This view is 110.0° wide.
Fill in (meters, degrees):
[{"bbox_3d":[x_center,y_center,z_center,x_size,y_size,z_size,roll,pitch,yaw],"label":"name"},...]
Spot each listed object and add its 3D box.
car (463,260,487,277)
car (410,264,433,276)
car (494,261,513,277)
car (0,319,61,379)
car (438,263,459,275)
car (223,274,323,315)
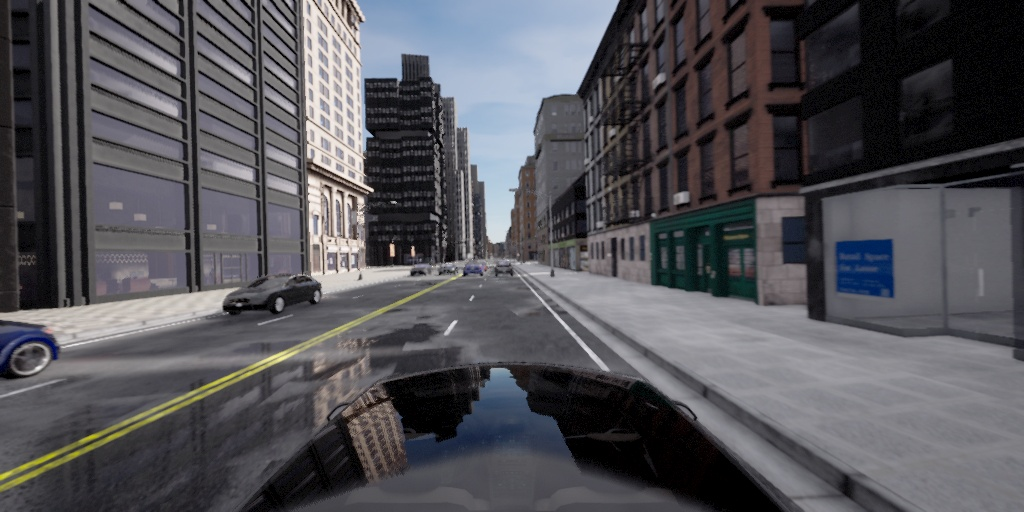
[{"bbox_3d":[-4.136,1.260,39.155,2.097,1.767,4.553,-2,0,-2],"label":"car"},{"bbox_3d":[-10.857,1.649,43.437,2.033,1.411,5.357,-2,0,-2],"label":"car"},{"bbox_3d":[-0.837,1.306,37.634,2.128,1.511,4.902,-2,0,-2],"label":"car"},{"bbox_3d":[-9.846,1.597,5.248,1.994,1.385,4.181,-2,0,-2],"label":"car"},{"bbox_3d":[-7.604,1.575,43.215,1.994,1.385,4.181,-2,0,-2],"label":"car"},{"bbox_3d":[-10.142,1.559,15.646,1.837,1.490,4.892,-2,0,-2],"label":"car"}]
